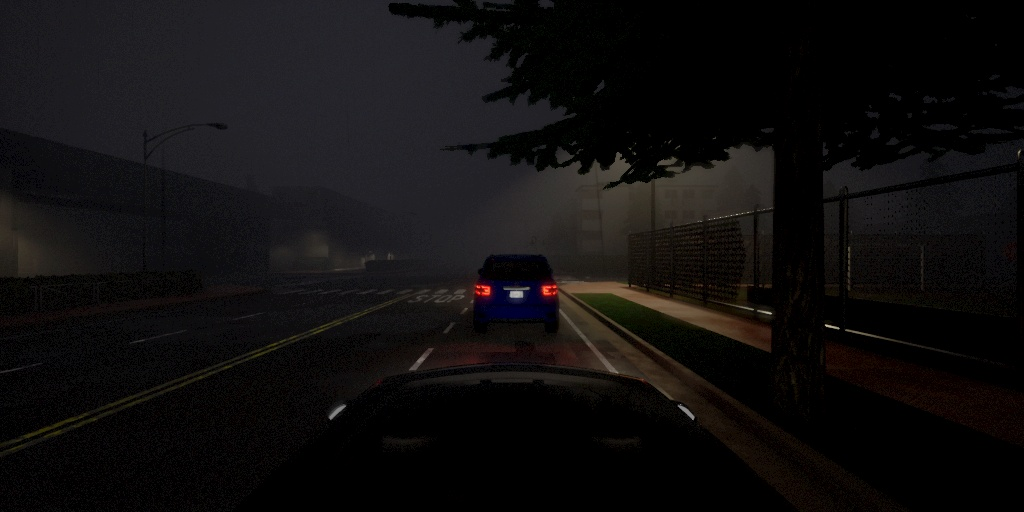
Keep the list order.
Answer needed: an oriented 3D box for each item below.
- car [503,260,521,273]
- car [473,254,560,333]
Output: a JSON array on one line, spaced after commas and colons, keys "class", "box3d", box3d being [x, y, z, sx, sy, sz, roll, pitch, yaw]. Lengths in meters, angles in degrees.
[{"class": "car", "box3d": [0.005, 1.241, 45.745, 2.128, 1.511, 4.902, 0, 0, 0]}, {"class": "car", "box3d": [0.111, 0.972, 10.889, 2.150, 2.045, 5.566, 0, 0, 0]}]
